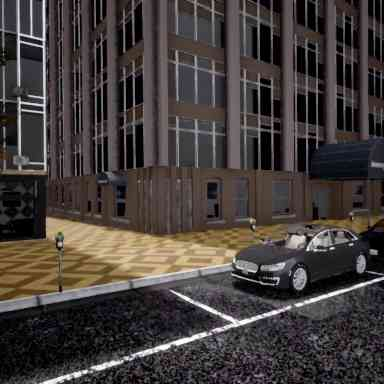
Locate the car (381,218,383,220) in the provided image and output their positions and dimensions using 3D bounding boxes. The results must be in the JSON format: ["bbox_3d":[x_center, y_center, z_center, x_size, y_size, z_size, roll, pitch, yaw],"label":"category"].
[{"bbox_3d":[7.588,1.564,11.999,4.313,1.339,1.947,0,-1,-36],"label":"car"}]

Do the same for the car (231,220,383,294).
[{"bbox_3d":[2.964,1.550,8.694,4.403,1.369,2.008,0,-1,-36],"label":"car"}]
